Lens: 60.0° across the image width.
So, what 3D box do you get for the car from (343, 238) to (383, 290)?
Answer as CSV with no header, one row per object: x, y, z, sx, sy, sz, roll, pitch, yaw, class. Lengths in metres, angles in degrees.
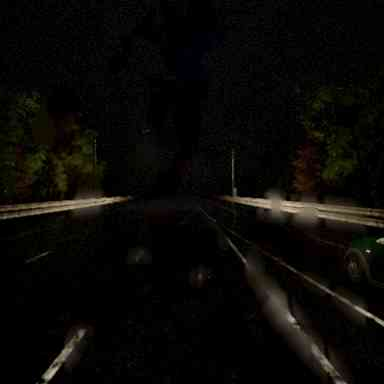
4.955,1.324,6.468,2.097,1.767,4.553,0,0,-5,car
